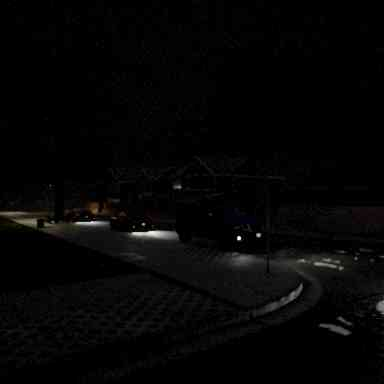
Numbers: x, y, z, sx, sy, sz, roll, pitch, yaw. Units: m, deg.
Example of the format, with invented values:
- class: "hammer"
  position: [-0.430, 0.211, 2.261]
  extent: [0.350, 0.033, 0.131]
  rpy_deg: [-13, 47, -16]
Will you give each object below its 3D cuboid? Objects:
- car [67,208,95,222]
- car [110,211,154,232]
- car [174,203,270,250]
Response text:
- class: "car"
  position: [-11.573, 2.338, 34.545]
  extent: [1.994, 1.385, 4.181]
  rpy_deg: [0, -1, -35]
- class: "car"
  position: [-4.511, 2.104, 24.634]
  extent: [1.994, 1.385, 4.181]
  rpy_deg: [0, -1, -36]
- class: "car"
  position: [1.264, 1.560, 16.550]
  extent: [2.150, 2.045, 5.566]
  rpy_deg: [0, -1, -35]
